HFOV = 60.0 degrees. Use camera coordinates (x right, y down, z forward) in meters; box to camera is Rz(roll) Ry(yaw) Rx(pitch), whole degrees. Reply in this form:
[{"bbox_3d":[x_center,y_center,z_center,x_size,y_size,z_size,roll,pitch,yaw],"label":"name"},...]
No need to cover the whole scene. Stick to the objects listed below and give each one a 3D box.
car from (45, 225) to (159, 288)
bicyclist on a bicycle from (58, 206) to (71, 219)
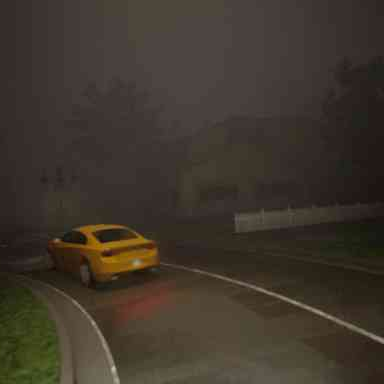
[{"bbox_3d":[-3.031,1.773,10.437,1.882,1.535,5.008,-3,-1,-40],"label":"car"},{"bbox_3d":[-15.875,2.568,41.134,1.656,1.620,0.582,-3,0,-20],"label":"bicyclist on a bicycle"}]
